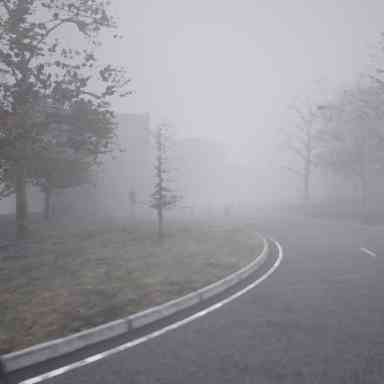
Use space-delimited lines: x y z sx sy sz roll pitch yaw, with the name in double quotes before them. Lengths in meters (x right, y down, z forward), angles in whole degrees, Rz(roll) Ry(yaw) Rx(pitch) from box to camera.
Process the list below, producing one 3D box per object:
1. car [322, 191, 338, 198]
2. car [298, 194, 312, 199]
"car" 33.749 0.805 82.369 2.033 1.411 5.357 -1 1 37
"car" 26.525 1.113 78.147 1.895 1.301 4.718 -1 1 37
